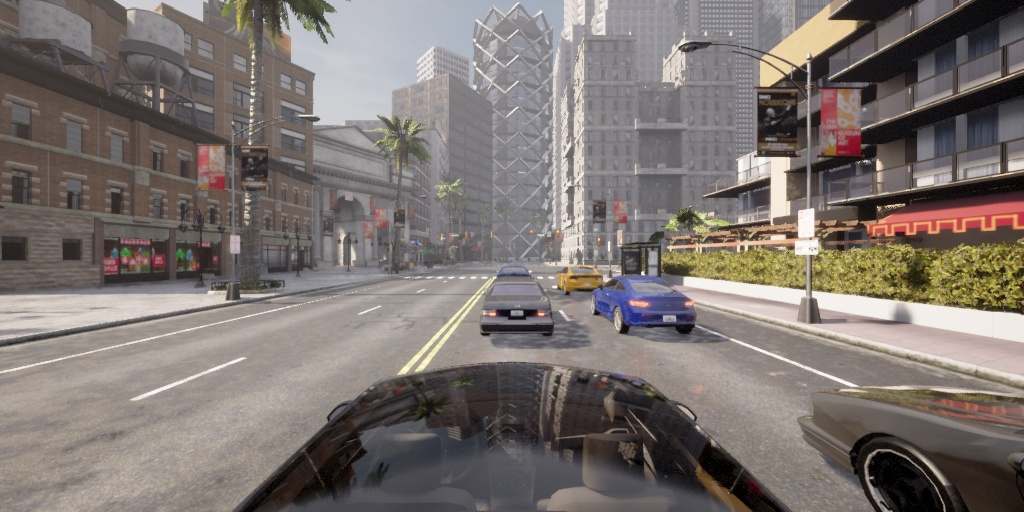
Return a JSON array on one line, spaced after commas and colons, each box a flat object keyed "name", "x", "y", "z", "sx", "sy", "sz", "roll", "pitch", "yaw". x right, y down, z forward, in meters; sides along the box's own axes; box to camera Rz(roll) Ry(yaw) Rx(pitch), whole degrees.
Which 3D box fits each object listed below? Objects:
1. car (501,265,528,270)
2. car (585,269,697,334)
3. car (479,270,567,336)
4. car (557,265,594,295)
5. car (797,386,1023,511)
[{"name": "car", "x": 0.116, "y": 1.228, "z": 20.161, "sx": 1.882, "sy": 1.535, "sz": 5.008, "roll": 0, "pitch": 0, "yaw": 0}, {"name": "car", "x": 3.620, "y": 1.276, "z": 10.549, "sx": 1.812, "sy": 1.442, "sz": 4.674, "roll": 0, "pitch": 0, "yaw": 0}, {"name": "car", "x": 0.108, "y": 1.297, "z": 10.375, "sx": 2.033, "sy": 1.411, "sz": 5.357, "roll": 0, "pitch": 0, "yaw": 0}, {"name": "car", "x": 3.615, "y": 1.228, "z": 19.661, "sx": 1.882, "sy": 1.535, "sz": 5.008, "roll": 0, "pitch": 0, "yaw": 0}, {"name": "car", "x": 3.659, "y": 1.297, "z": 0.883, "sx": 2.033, "sy": 1.411, "sz": 5.357, "roll": 0, "pitch": 0, "yaw": -1}]
